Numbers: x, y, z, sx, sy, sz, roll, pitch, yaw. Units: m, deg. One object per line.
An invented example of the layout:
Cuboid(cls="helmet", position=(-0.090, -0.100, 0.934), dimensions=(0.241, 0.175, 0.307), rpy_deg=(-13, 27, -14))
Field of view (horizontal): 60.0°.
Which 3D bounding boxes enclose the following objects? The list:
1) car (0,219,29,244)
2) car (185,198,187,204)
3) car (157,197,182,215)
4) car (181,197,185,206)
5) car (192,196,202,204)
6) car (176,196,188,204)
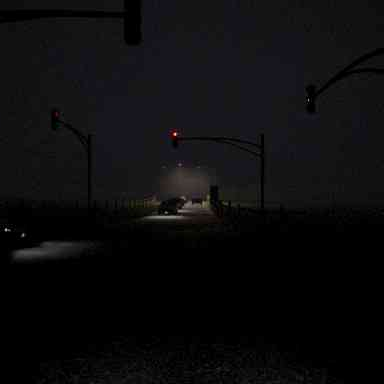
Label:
Cuboid(cls="car", position=(-8.930, 1.375, 13.075), dimensions=(4.674, 1.442, 1.812), rpy_deg=(1, 0, 1))
Cuboid(cls="car", position=(-2.122, 1.560, 53.805), dimensions=(2.033, 1.411, 5.357), rpy_deg=(0, 0, 1))
Cuboid(cls="car", position=(-2.414, 1.553, 34.180), dimensions=(2.033, 1.411, 5.357), rpy_deg=(0, 0, 0))
Cuboid(cls="car", position=(-2.265, 1.514, 43.957), dimensions=(1.837, 1.490, 4.892), rpy_deg=(0, 0, 1))
Cuboid(cls="car", position=(0.953, 1.494, 62.307), dimensions=(1.882, 1.535, 5.008), rpy_deg=(0, 0, 1))
Cuboid(cls="car", position=(-1.924, 1.581, 63.810), dimensions=(1.994, 1.385, 4.181), rpy_deg=(0, 0, 2))
